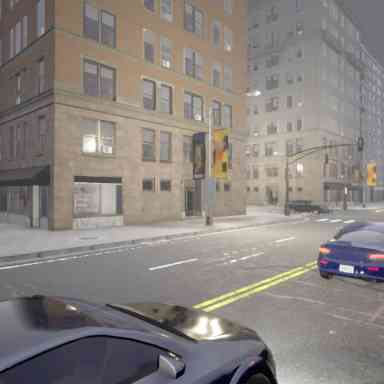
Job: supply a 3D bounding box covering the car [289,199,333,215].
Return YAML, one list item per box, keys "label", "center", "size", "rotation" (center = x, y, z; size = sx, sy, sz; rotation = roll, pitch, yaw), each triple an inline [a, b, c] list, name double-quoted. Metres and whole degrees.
- label: "car"
  center: [11.874, 1.498, 33.828]
  size: [1.837, 1.490, 4.892]
  rotation: [1, -1, -36]

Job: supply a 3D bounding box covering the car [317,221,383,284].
- label: "car"
  center: [4.977, 1.527, 9.007]
  size: [1.812, 1.442, 4.674]
  rotation: [0, 0, 43]

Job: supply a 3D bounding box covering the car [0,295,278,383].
- label: "car"
  center: [-1.046, 1.564, 2.565]
  size: [1.994, 1.385, 4.181]
  rotation: [0, 0, 43]
